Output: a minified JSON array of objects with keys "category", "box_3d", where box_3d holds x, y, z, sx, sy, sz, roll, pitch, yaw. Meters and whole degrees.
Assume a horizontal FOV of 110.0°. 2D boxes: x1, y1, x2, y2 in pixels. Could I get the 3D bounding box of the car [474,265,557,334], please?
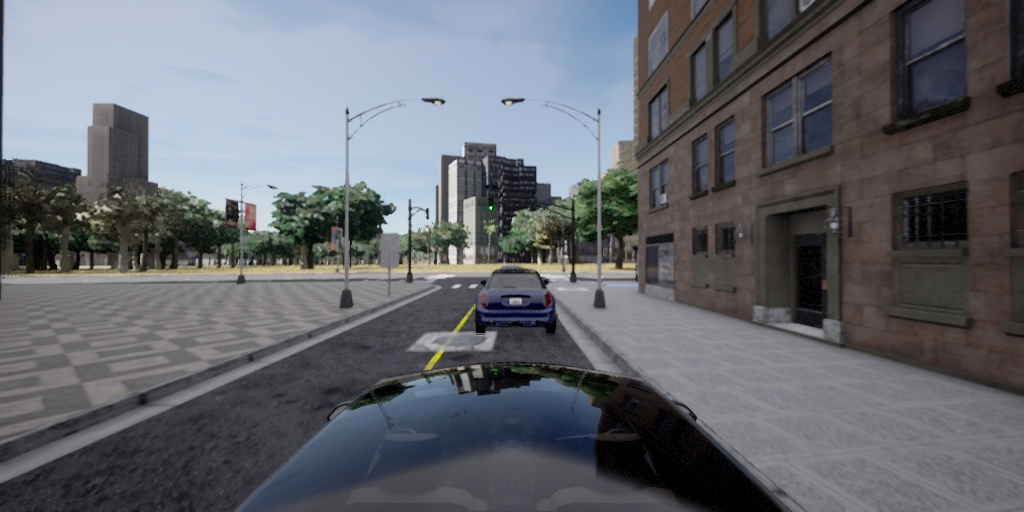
[{"category":"car","box_3d":[0.086,1.138,10.932,2.097,1.767,4.553,0,0,0]}]
